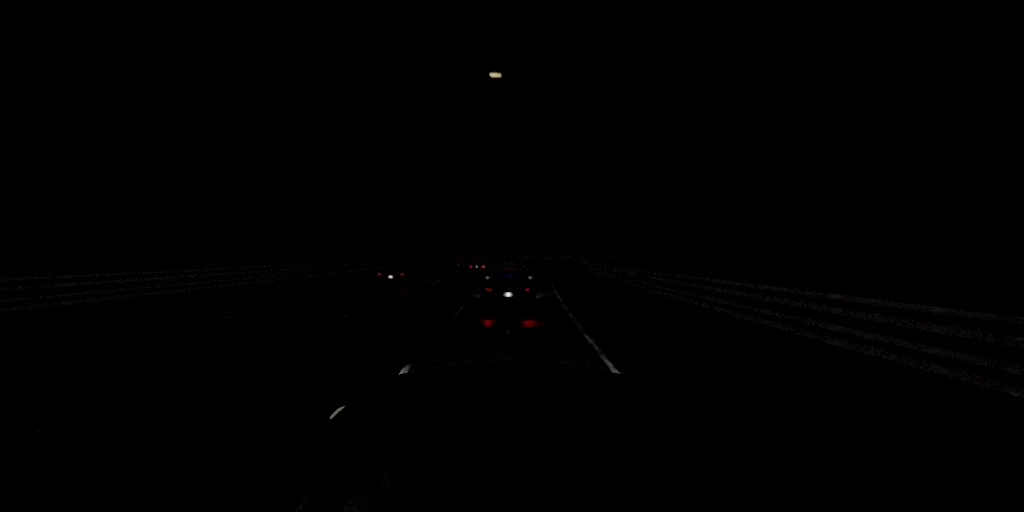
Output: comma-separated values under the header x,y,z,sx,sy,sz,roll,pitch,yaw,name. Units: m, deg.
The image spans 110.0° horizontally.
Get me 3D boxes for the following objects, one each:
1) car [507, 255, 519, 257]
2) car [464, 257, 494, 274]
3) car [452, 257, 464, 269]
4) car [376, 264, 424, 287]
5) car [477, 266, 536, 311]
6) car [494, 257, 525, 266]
x,y,z,sx,sy,sz,roll,pitch,yaw,name
0.170,0.941,58.667,1.837,1.490,4.892,0,0,0,car
-3.421,1.085,37.831,2.033,1.411,5.357,0,0,1,car
-6.798,0.939,48.212,1.882,1.535,5.008,0,0,0,car
-7.022,1.185,22.790,1.994,1.385,4.181,0,0,0,car
-0.128,1.260,14.039,1.994,1.385,4.181,0,0,0,car
-0.073,1.096,26.989,1.882,1.535,5.008,0,0,0,car
